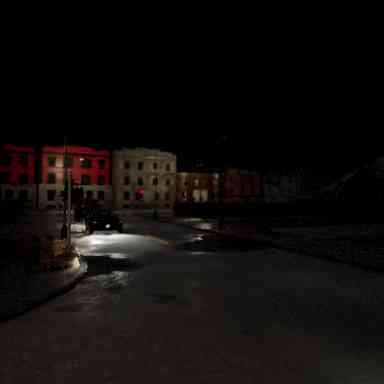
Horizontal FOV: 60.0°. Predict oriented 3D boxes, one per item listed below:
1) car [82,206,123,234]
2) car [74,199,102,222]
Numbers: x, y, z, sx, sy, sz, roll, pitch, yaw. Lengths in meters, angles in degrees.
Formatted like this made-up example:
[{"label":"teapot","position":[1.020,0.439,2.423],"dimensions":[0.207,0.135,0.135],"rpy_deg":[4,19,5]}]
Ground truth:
[{"label":"car","position":[-5.732,1.854,21.469],"dimensions":[1.994,1.385,4.181],"rpy_deg":[0,-1,-23]},{"label":"car","position":[-9.830,1.638,31.233],"dimensions":[2.150,2.045,5.566],"rpy_deg":[0,-1,-23]}]
